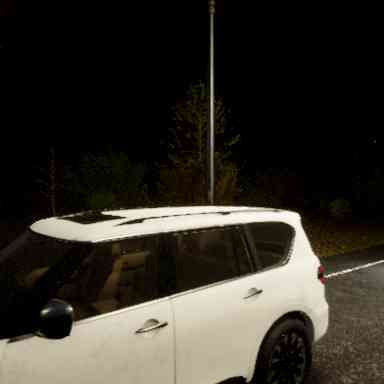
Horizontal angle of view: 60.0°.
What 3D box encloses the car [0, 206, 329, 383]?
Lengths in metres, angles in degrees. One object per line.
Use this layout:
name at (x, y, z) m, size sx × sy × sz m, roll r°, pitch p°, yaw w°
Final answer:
car at (-0.848, 1.219, 3.381) m, size 5.566 × 2.045 × 2.150 m, roll 0°, pitch 0°, yaw -38°
